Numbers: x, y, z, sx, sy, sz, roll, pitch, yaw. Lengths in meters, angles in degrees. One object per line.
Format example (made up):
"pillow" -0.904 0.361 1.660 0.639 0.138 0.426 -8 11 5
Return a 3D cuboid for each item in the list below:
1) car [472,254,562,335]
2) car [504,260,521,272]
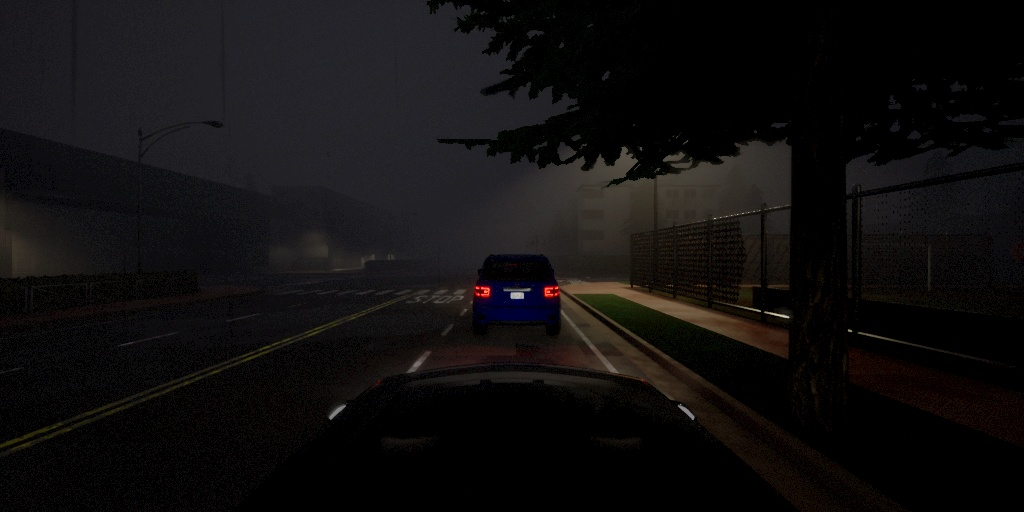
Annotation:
"car" 0.123 0.972 10.622 2.150 2.045 5.566 0 0 0
"car" 0.061 1.241 46.452 2.128 1.511 4.902 0 0 -1
